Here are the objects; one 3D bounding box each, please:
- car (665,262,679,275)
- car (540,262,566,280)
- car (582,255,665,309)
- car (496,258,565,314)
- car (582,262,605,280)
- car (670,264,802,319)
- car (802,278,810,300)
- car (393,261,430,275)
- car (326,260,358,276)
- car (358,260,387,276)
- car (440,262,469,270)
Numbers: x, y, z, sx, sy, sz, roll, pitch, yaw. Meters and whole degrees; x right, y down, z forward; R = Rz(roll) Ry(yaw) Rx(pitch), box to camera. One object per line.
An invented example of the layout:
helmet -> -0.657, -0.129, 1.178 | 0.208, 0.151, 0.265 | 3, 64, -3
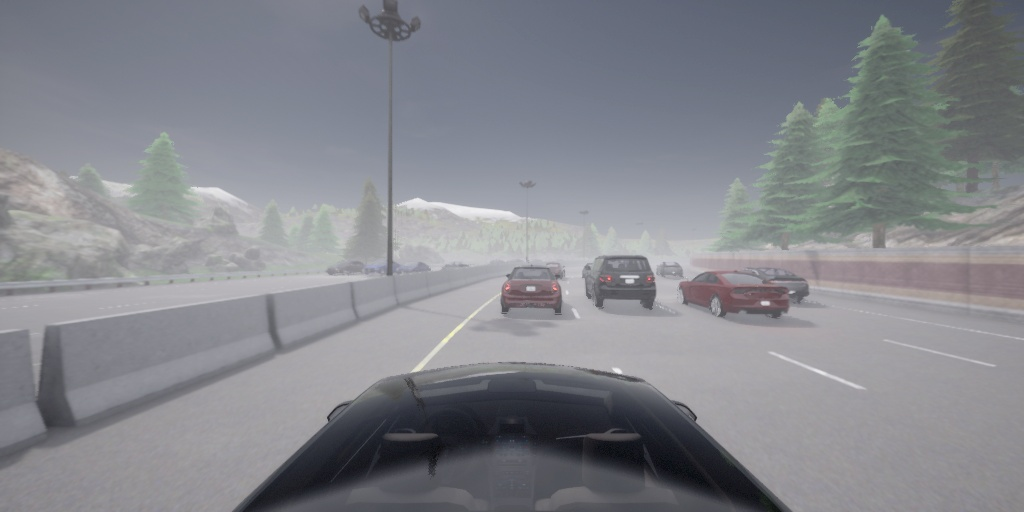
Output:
car -> 15.067, 1.281, 34.432 | 2.128, 1.511, 4.902 | 0, 0, 15
car -> 3.733, 1.283, 32.295 | 1.812, 1.442, 4.674 | 0, 0, 13
car -> 4.421, 0.982, 15.327 | 2.150, 2.045, 5.566 | 0, 0, 6
car -> 0.814, 1.103, 13.959 | 2.097, 1.767, 4.553 | 0, 0, 5
car -> 7.495, 1.332, 32.945 | 1.994, 1.385, 4.181 | 0, 0, 13
car -> 7.744, 1.248, 13.114 | 1.882, 1.535, 5.008 | 0, 0, 5
car -> 11.685, 1.273, 17.009 | 2.128, 1.511, 4.902 | 0, 0, 7
car -> -9.897, 1.244, 36.288 | 1.812, 1.442, 4.674 | 0, 0, 13
car -> -16.914, 1.206, 36.934 | 1.837, 1.490, 4.892 | 0, -1, 13
car -> -13.265, 1.187, 37.194 | 1.882, 1.535, 5.008 | 0, 0, 13
car -> -5.956, 1.294, 37.655 | 1.994, 1.385, 4.181 | 0, 0, 14
